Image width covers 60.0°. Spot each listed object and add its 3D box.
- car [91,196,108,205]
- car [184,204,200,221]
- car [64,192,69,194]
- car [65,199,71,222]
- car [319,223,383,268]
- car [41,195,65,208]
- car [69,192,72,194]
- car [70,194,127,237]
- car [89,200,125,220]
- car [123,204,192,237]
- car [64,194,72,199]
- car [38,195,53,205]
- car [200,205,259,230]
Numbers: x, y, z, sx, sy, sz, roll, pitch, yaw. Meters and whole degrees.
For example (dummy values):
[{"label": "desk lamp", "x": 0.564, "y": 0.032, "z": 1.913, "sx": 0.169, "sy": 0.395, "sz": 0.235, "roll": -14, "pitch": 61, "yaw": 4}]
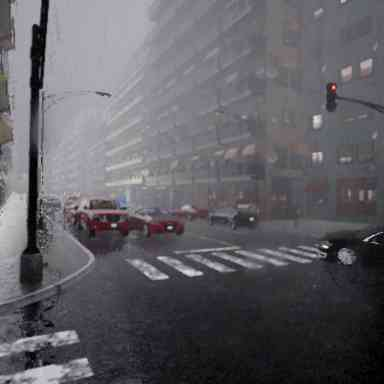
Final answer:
[{"label": "car", "x": -15.634, "y": 1.397, "z": 56.155, "sx": 1.887, "sy": 1.381, "sz": 4.507, "roll": 2, "pitch": -1, "yaw": -28}, {"label": "car", "x": -0.010, "y": 1.627, "z": 26.606, "sx": 1.802, "sy": 1.307, "sz": 4.206, "roll": 2, "pitch": -1, "yaw": -28}, {"label": "car", "x": -31.339, "y": 1.187, "z": 85.854, "sx": 1.752, "sy": 1.417, "sz": 4.829, "roll": 2, "pitch": -1, "yaw": -28}, {"label": "car", "x": -7.434, "y": 1.431, "z": 22.724, "sx": 1.887, "sy": 1.381, "sz": 4.507, "roll": 2, "pitch": -1, "yaw": -28}, {"label": "car", "x": 6.647, "y": 1.690, "z": 10.571, "sx": 4.892, "sy": 1.490, "sz": 1.837, "roll": 0, "pitch": 5, "yaw": 29}, {"label": "car", "x": -17.851, "y": 1.323, "z": 42.423, "sx": 1.947, "sy": 1.339, "sz": 4.313, "roll": 2, "pitch": -1, "yaw": -28}, {"label": "car", "x": -26.044, "y": 1.040, "z": 75.856, "sx": 2.192, "sy": 1.841, "sz": 5.009, "roll": 2, "pitch": -1, "yaw": -28}, {"label": "car", "x": -4.822, "y": 1.234, "z": 17.802, "sx": 2.192, "sy": 1.841, "sz": 5.009, "roll": 2, "pitch": -1, "yaw": -28}, {"label": "car", "x": -7.229, "y": 1.435, "z": 27.856, "sx": 1.812, "sy": 1.442, "sz": 4.674, "roll": 1, "pitch": 0, "yaw": -28}, {"label": "car", "x": -1.995, "y": 1.538, "z": 17.950, "sx": 1.994, "sy": 1.385, "sz": 4.181, "roll": 1, "pitch": 0, "yaw": -28}, {"label": "car", "x": -15.448, "y": 1.333, "z": 43.491, "sx": 1.812, "sy": 1.442, "sz": 4.674, "roll": 1, "pitch": 0, "yaw": -27}, {"label": "car", "x": -23.060, "y": 1.259, "z": 52.272, "sx": 1.947, "sy": 1.339, "sz": 4.313, "roll": 2, "pitch": -1, "yaw": -28}, {"label": "car", "x": 2.595, "y": 1.644, "z": 21.681, "sx": 1.947, "sy": 1.339, "sz": 4.313, "roll": 2, "pitch": -1, "yaw": -28}]
